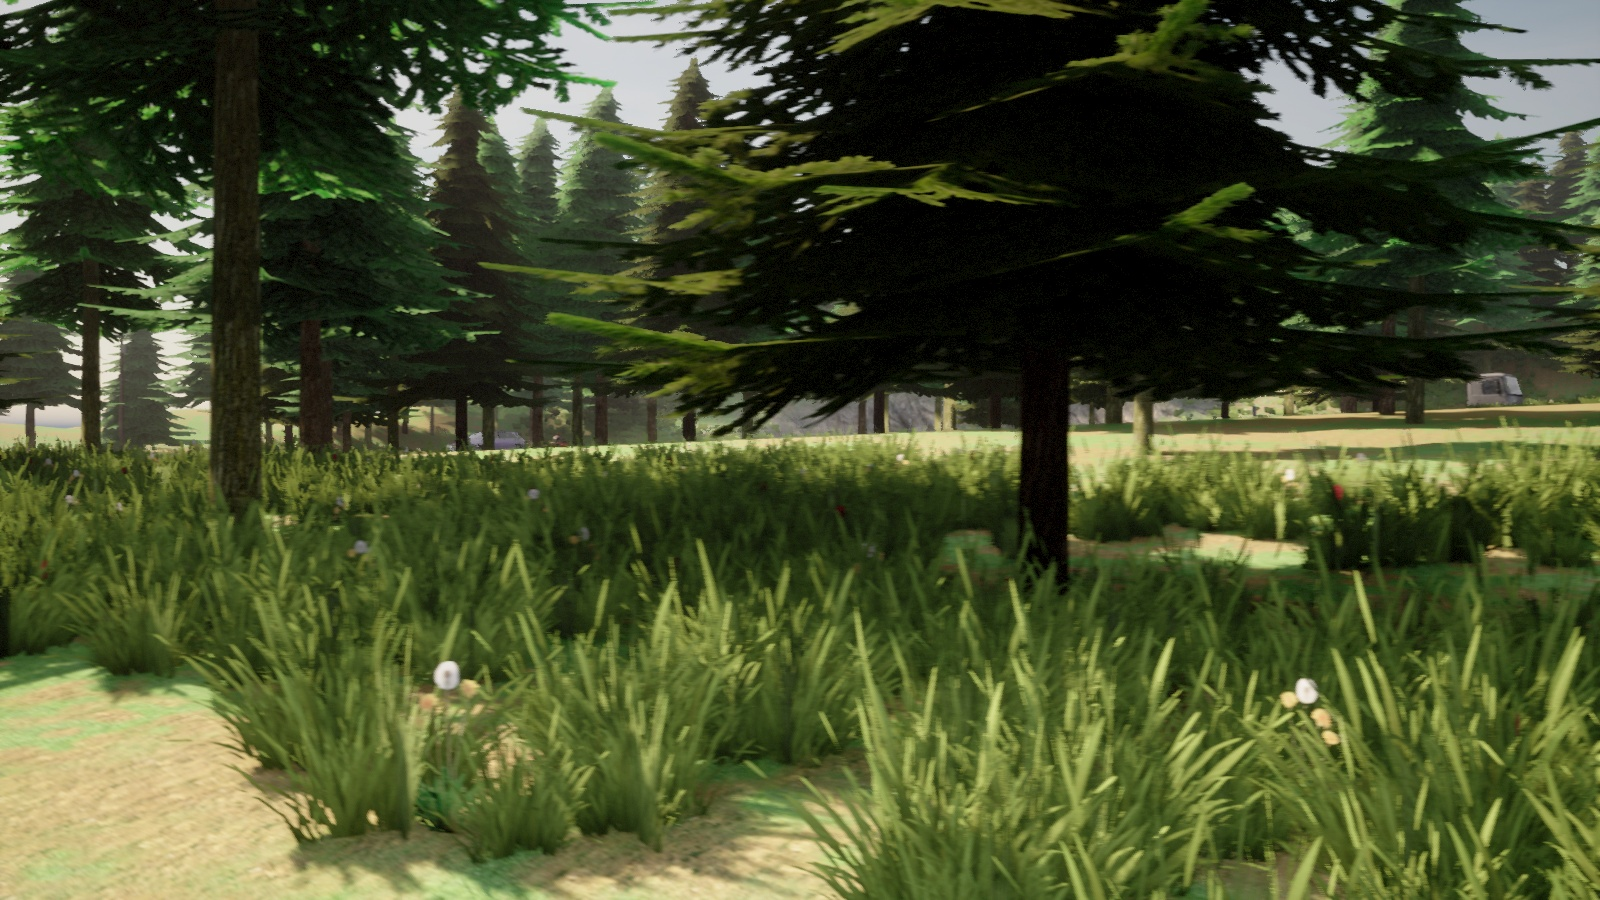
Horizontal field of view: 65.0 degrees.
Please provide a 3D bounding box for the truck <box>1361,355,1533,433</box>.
[{"bbox_3d":[36.488,-3.044,71.045,7.936,3.462,2.891,-7,-4,42],"label":"truck"}]

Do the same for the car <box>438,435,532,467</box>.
[{"bbox_3d":[-17.162,0.020,68.677,2.033,1.649,4.856,0,1,33],"label":"car"}]
